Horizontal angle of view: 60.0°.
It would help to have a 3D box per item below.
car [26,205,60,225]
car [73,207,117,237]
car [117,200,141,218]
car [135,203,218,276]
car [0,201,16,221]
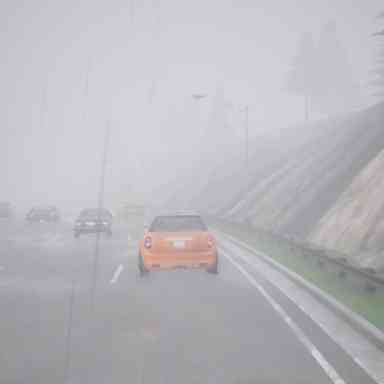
[{"bbox_3d":[-10.575,1.591,23.932,1.895,1.301,4.718,0,0,-19],"label":"car"},{"bbox_3d":[-5.236,1.537,17.997,2.033,1.411,5.357,0,0,-13],"label":"car"},{"bbox_3d":[-5.665,1.457,30.465,1.882,1.535,5.008,0,0,-22],"label":"car"},{"bbox_3d":[-0.536,1.343,10.533,2.097,1.767,4.553,0,0,-6],"label":"car"},{"bbox_3d":[-15.367,1.498,26.598,1.837,1.490,4.892,0,0,-22],"label":"car"}]
